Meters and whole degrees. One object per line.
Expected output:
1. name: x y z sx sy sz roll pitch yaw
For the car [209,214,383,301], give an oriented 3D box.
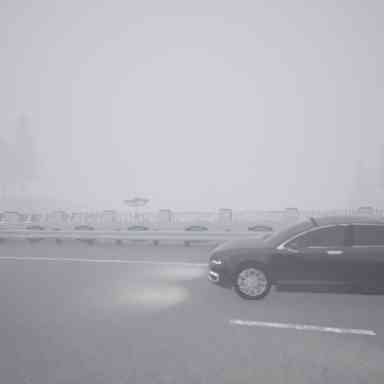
1. car: 2.758 1.234 6.647 4.892 1.490 1.837 -1 2 14
